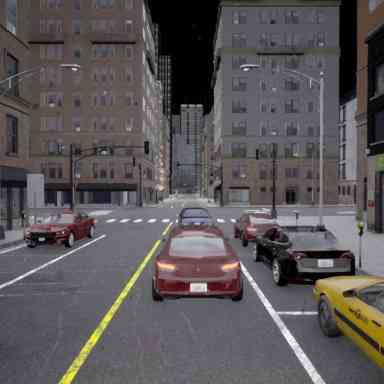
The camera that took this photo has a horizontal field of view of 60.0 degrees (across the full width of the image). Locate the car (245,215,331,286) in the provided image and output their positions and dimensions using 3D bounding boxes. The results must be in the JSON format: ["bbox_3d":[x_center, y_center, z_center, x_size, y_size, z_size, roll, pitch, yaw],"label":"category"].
[{"bbox_3d":[2.870,1.563,9.217,1.947,1.339,4.313,-1,0,0],"label":"car"}]

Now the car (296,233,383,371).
[{"bbox_3d":[2.867,1.524,3.801,1.752,1.417,4.829,-1,0,0],"label":"car"}]

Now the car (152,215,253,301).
[{"bbox_3d":[0.102,1.523,8.186,1.812,1.442,4.674,0,0,0],"label":"car"}]

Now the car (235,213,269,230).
[{"bbox_3d":[2.873,1.577,14.803,1.802,1.307,4.206,-1,0,0],"label":"car"}]

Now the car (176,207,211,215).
[{"bbox_3d":[0.140,1.542,18.208,2.033,1.411,5.357,0,0,-3],"label":"car"}]

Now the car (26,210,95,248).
[{"bbox_3d":[-5.672,1.540,14.804,1.887,1.381,4.507,-1,0,0],"label":"car"}]
